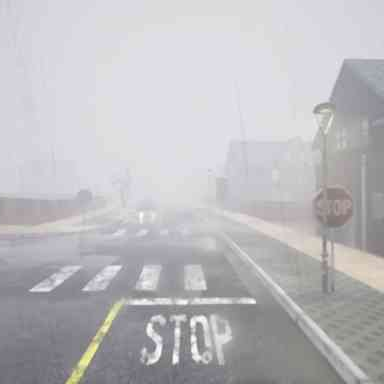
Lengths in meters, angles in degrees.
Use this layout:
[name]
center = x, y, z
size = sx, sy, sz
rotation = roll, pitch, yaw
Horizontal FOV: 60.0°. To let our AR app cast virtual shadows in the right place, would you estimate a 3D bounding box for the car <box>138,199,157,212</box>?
[car]
center = -4.790, 1.452, 36.061
size = 1.994, 1.385, 4.181
rotation = 0, 0, -6
